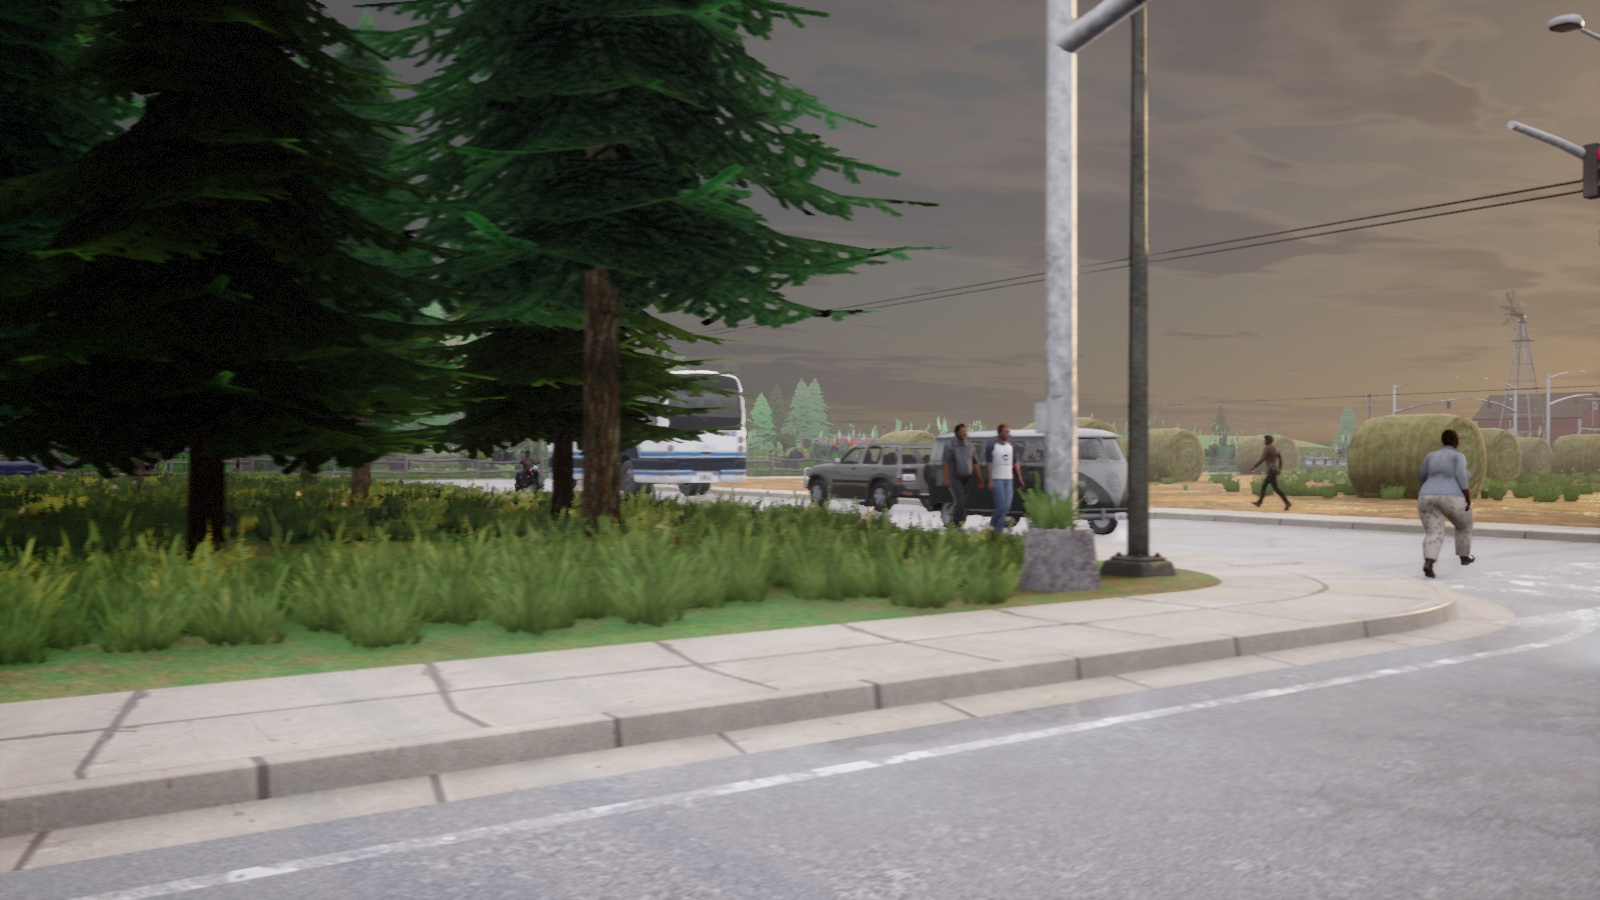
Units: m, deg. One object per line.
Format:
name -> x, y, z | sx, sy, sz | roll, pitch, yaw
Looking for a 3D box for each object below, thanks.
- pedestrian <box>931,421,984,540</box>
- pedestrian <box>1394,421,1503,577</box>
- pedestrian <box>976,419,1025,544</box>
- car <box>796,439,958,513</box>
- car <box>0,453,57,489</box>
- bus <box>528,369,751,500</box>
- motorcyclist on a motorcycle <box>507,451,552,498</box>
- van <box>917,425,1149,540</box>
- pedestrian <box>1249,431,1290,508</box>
pedestrian -> 2.484, 0.470, 19.820 | 0.540, 1.848, 0.694 | 0, 0, -25
pedestrian -> 8.014, 0.579, 15.532 | 0.900, 1.855, 0.874 | 0, 0, -35
pedestrian -> 3.003, 0.467, 18.841 | 0.354, 1.836, 0.706 | 0, 0, -28
car -> 1.986, 0.667, 33.816 | 1.932, 1.855, 4.605 | 0, 0, -34
car -> -35.175, 0.927, 55.833 | 3.705, 1.549, 1.789 | 0, 0, -31
bus -> -6.164, -0.479, 45.988 | 3.944, 4.253, 10.273 | 0, 0, -34
motorcyclist on a motorcycle -> -9.690, 0.853, 44.964 | 0.766, 1.649, 2.350 | 0, 0, -34
van -> 4.331, 0.574, 24.024 | 1.775, 1.987, 4.442 | 0, 0, -34
pedestrian -> 11.214, 0.456, 30.024 | 0.328, 1.805, 0.869 | 0, 0, -40
